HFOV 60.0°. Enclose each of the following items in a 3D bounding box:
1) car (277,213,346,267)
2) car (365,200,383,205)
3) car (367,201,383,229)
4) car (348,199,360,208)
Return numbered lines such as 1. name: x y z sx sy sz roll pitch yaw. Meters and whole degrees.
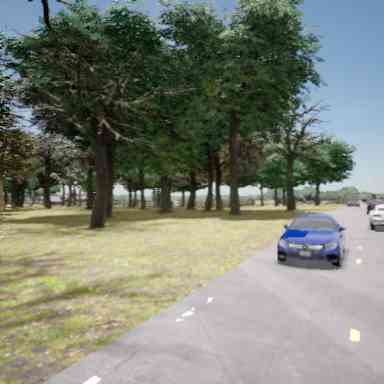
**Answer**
1. car: 4.310 1.511 11.643 1.812 1.442 4.674 0 0 27
2. car: 20.137 1.627 36.266 1.837 1.490 4.892 0 -1 27
3. car: 12.077 1.492 20.595 1.812 1.442 4.674 0 0 28
4. car: 30.801 2.033 63.238 2.097 1.767 4.553 0 -1 27
